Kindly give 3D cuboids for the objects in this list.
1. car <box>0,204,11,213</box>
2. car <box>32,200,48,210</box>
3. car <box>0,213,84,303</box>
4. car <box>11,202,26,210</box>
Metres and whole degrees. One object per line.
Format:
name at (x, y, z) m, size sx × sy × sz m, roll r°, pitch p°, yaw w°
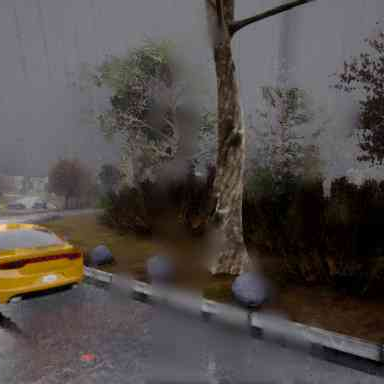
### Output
car at (-24.827, 2.042, 40.417) m, size 1.882 × 1.535 × 5.008 m, roll 0°, pitch -1°, yaw 4°
car at (-26.671, 2.161, 58.306) m, size 2.097 × 1.767 × 4.553 m, roll 0°, pitch 0°, yaw -17°
car at (-4.530, 1.512, 8.091) m, size 5.008 × 1.535 × 1.882 m, roll 0°, pitch 0°, yaw 43°
car at (-29.308, 2.371, 55.689) m, size 1.994 × 1.385 × 4.181 m, roll 0°, pitch -1°, yaw -15°
